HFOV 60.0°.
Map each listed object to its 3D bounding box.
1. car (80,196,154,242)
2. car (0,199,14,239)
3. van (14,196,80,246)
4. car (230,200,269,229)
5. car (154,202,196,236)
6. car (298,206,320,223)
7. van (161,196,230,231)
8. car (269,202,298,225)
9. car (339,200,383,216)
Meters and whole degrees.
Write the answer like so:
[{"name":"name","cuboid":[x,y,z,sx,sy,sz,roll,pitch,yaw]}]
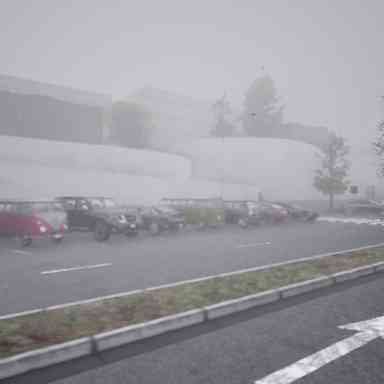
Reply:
[{"name":"car","cuboid":[-4.969,1.237,16.713,5.566,2.045,2.435,-1,-1,34]},{"name":"car","cuboid":[-9.881,1.245,13.273,5.566,2.045,2.435,-1,-1,34]},{"name":"van","cuboid":[-7.325,1.265,14.930,4.442,1.987,1.878,-1,-1,35]},{"name":"car","cuboid":[2.316,1.351,21.900,4.553,1.767,2.185,-1,0,34]},{"name":"car","cuboid":[-2.561,1.486,18.449,4.892,1.521,2.231,-1,0,34]},{"name":"car","cuboid":[7.193,1.498,25.380,4.792,1.488,2.163,-1,-1,34]},{"name":"van","cuboid":[-0.236,1.257,20.251,4.442,1.987,1.878,-1,0,34]},{"name":"car","cuboid":[4.723,1.513,23.645,4.674,1.452,2.002,-1,0,35]},{"name":"car","cuboid":[16.968,1.482,32.351,4.792,1.488,2.163,-1,-1,34]}]
